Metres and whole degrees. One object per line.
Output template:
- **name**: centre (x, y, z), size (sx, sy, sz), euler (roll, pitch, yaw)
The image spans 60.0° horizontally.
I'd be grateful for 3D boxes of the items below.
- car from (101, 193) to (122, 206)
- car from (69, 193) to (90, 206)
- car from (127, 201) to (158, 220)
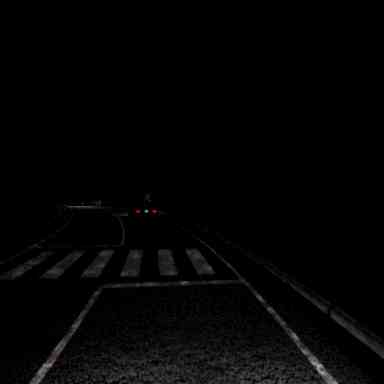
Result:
- **car**: centre (-10.116, 0.931, 41.560), size (2.128, 1.511, 4.902), euler (1, 1, -26)
- **car**: centre (-14.021, 0.863, 41.315), size (2.033, 1.411, 5.357), euler (1, 2, -27)
- **car**: centre (-4.011, 1.395, 26.346), size (2.033, 1.411, 5.357), euler (1, 1, -17)
